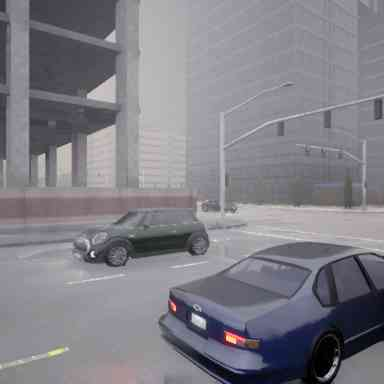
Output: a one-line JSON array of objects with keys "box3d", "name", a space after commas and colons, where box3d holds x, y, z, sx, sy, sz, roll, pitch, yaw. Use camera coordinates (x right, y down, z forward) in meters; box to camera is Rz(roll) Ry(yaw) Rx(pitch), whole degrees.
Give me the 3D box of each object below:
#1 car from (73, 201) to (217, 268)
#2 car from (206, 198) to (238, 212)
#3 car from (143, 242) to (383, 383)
[{"box3d": [-1.639, 1.352, 11.437, 4.553, 1.767, 2.097, 0, 0, -36], "name": "car"}, {"box3d": [3.053, 1.505, 37.394, 1.837, 1.490, 4.892, 0, 0, -36], "name": "car"}, {"box3d": [2.130, 1.547, 5.310, 5.357, 1.411, 2.033, 0, 0, -35], "name": "car"}]
